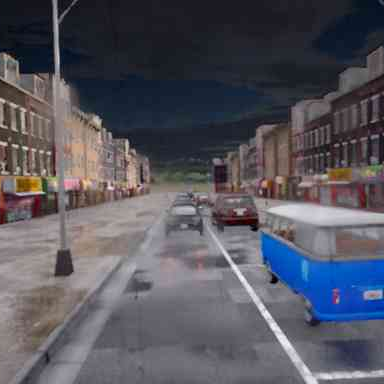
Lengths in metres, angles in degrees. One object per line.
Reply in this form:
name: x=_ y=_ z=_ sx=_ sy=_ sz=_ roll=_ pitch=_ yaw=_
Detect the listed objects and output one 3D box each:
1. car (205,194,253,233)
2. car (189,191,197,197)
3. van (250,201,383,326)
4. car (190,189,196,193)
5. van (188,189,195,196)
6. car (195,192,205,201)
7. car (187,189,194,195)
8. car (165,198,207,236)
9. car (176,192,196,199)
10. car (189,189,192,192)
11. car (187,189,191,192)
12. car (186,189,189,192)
car: x=2.128 y=1.015 z=17.603 sx=2.192 sy=1.841 sz=5.009 roll=-3 pitch=1 yaw=-2
car: x=0.152 y=0.458 z=78.427 sx=1.802 sy=1.307 sz=4.206 roll=-3 pitch=1 yaw=-2
van: x=2.490 y=1.192 z=6.546 sx=1.690 sy=1.788 sz=3.998 roll=-3 pitch=1 yaw=-2
car: x=1.047 y=0.771 z=50.951 sx=1.752 sy=1.417 sz=4.829 roll=-3 pitch=1 yaw=-2
van: x=-0.220 y=0.070 z=89.481 sx=1.690 sy=1.788 sz=3.998 roll=-3 pitch=1 yaw=-2
car: x=1.417 y=0.979 z=39.724 sx=1.802 sy=1.307 sz=4.206 roll=-3 pitch=1 yaw=-2
car: x=-0.396 y=0.095 z=95.012 sx=1.967 sy=1.590 sz=4.097 roll=-3 pitch=1 yaw=-2
car: x=-0.398 y=1.293 z=16.848 sx=1.812 sy=1.442 sz=4.674 roll=-1 pitch=1 yaw=-1
car: x=-0.932 y=1.087 z=33.549 sx=2.033 sy=1.411 sz=5.357 roll=-1 pitch=1 yaw=-1
car: x=0.874 y=0.724 z=56.310 sx=2.008 sy=1.369 sz=4.403 roll=-3 pitch=1 yaw=-2
car: x=0.513 y=0.591 z=67.368 sx=1.947 sy=1.339 sz=4.313 roll=-3 pitch=1 yaw=-2
car: x=0.332 y=0.516 z=72.897 sx=1.947 sy=1.339 sz=4.313 roll=-3 pitch=1 yaw=-2
